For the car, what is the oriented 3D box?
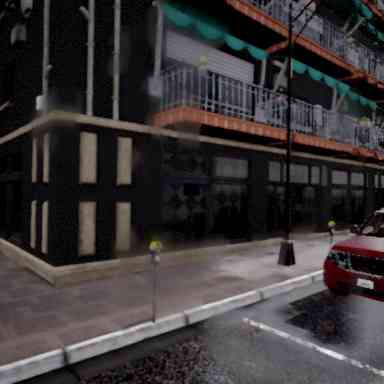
[{"bbox_3d":[4.966,1.293,7.467,5.009,1.841,2.192,0,1,-40],"label":"car"}]
